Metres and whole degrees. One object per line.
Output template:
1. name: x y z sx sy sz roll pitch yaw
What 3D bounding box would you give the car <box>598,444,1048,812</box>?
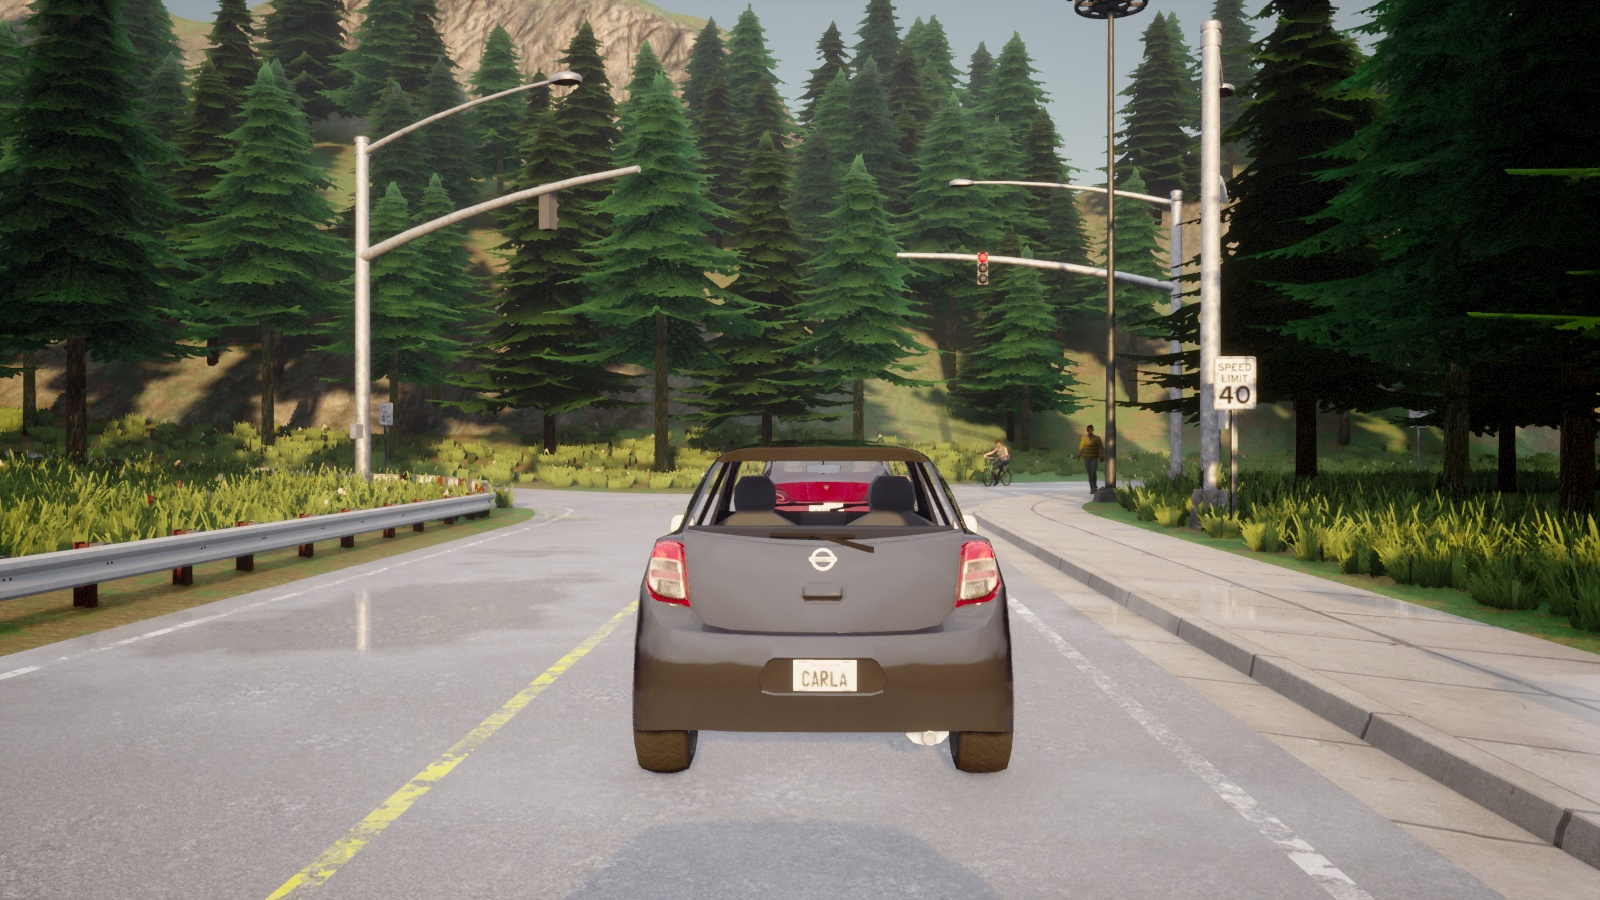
1. car: 0.128 0.721 6.971 1.845 1.501 3.633 0 0 1

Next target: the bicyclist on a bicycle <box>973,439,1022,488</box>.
1. bicyclist on a bicycle: 6.714 0.447 42.732 1.509 1.612 0.866 0 0 -41

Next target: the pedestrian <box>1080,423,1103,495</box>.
1. pedestrian: 7.530 0.232 32.421 0.431 1.840 0.709 0 0 24
